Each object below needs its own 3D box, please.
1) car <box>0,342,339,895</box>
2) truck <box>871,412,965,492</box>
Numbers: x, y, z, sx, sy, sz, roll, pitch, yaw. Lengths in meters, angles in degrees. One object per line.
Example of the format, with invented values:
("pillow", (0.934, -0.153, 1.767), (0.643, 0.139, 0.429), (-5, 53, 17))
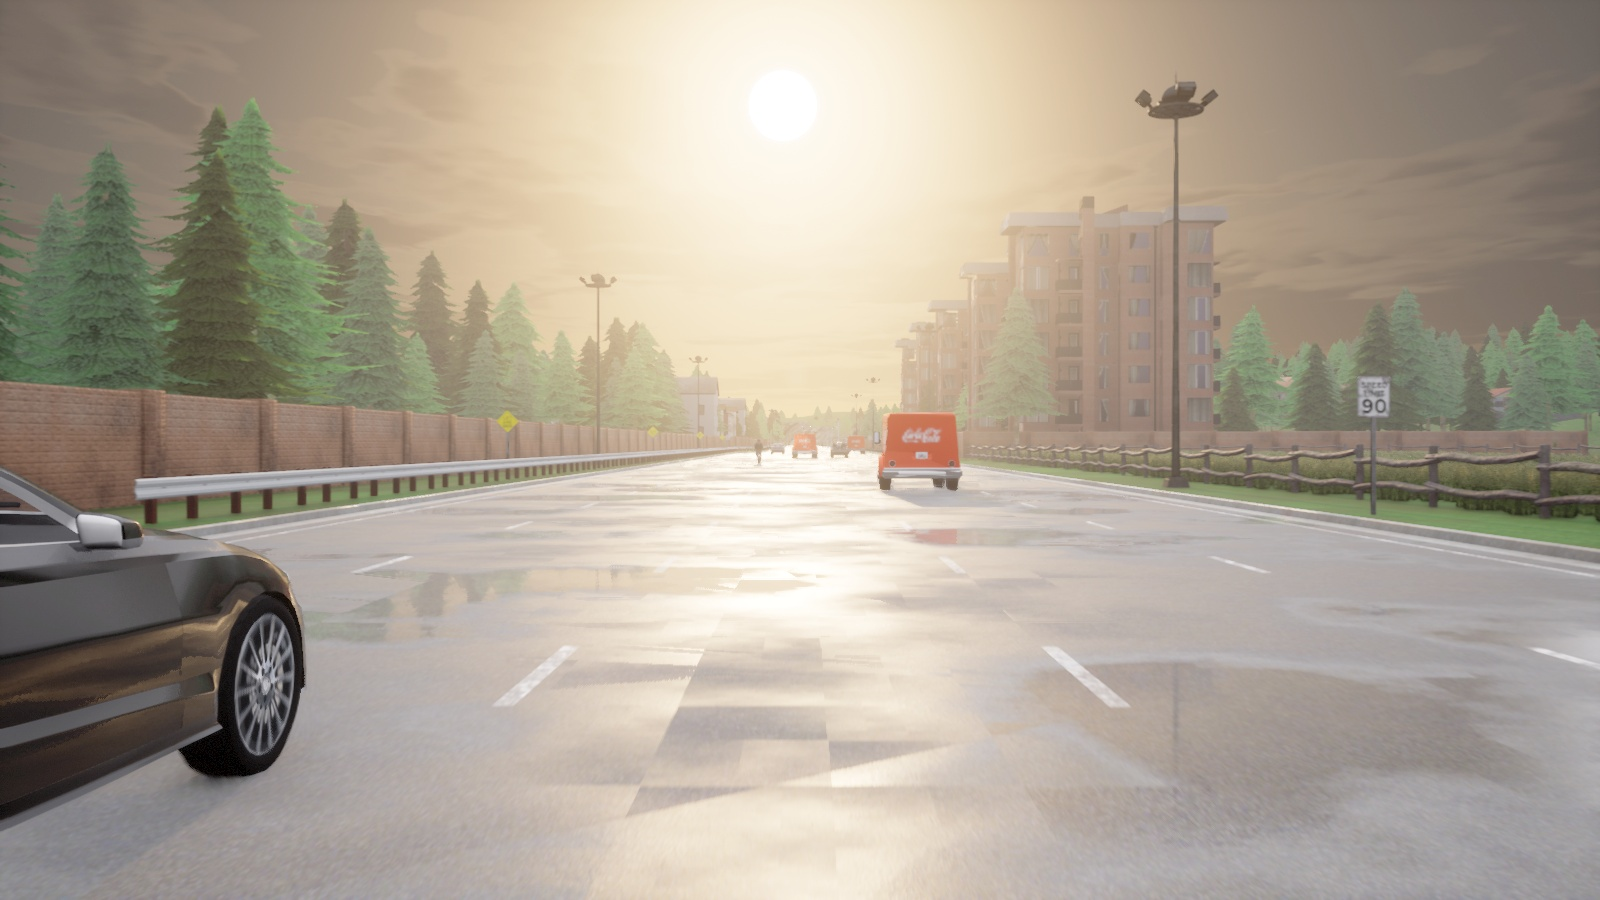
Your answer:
("car", (-3.461, 0.500, 3.944), (2.152, 1.651, 5.027), (0, 0, 0))
("truck", (3.766, 0.035, 41.150), (2.627, 2.467, 5.204), (0, 1, 0))
